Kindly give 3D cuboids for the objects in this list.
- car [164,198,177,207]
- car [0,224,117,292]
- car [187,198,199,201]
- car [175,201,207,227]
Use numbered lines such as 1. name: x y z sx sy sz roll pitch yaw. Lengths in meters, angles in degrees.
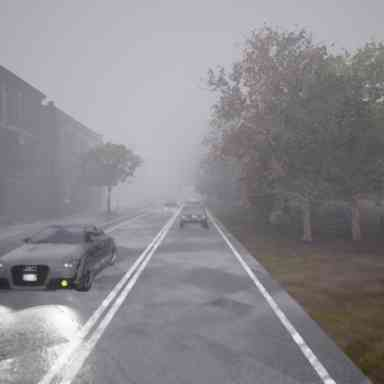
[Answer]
1. car: -3.294 1.666 52.210 2.033 1.411 5.357 0 0 1
2. car: -3.348 1.575 8.857 1.994 1.385 4.181 0 0 0
3. car: 0.107 1.531 41.720 1.882 1.535 5.008 0 0 0
4. car: 0.105 1.575 23.051 2.033 1.411 5.357 0 0 0
